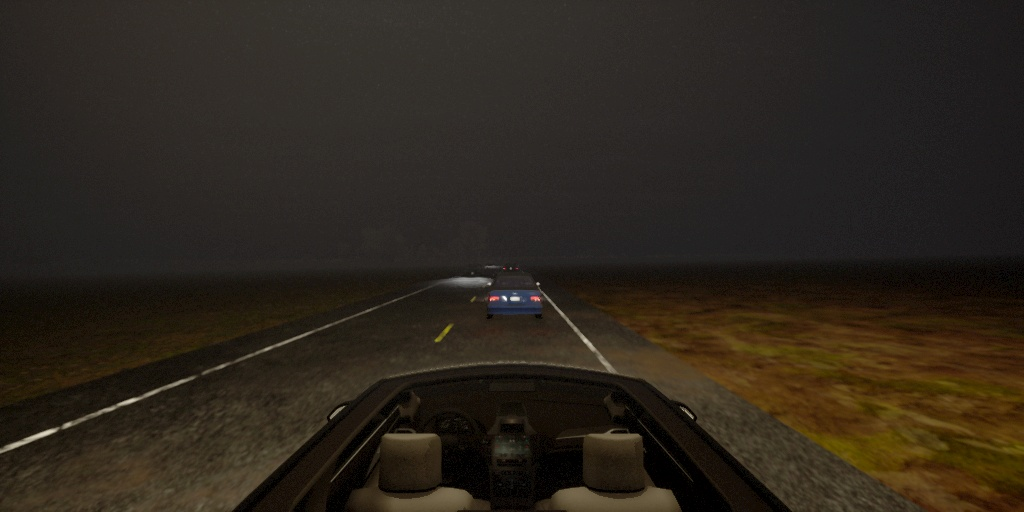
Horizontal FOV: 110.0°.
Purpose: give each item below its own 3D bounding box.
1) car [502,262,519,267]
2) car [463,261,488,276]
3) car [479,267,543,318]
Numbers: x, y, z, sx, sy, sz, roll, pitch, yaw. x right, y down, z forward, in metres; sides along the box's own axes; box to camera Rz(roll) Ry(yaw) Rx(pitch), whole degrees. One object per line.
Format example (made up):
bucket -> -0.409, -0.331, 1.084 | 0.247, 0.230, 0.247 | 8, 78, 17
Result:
car -> -0.164, 1.341, 39.123 | 2.033, 1.411, 5.357 | 0, 0, -1
car -> -3.832, 1.391, 36.843 | 1.895, 1.301, 4.718 | 0, 0, -1
car -> 0.071, 1.305, 13.010 | 2.033, 1.411, 5.357 | 0, 0, 0
